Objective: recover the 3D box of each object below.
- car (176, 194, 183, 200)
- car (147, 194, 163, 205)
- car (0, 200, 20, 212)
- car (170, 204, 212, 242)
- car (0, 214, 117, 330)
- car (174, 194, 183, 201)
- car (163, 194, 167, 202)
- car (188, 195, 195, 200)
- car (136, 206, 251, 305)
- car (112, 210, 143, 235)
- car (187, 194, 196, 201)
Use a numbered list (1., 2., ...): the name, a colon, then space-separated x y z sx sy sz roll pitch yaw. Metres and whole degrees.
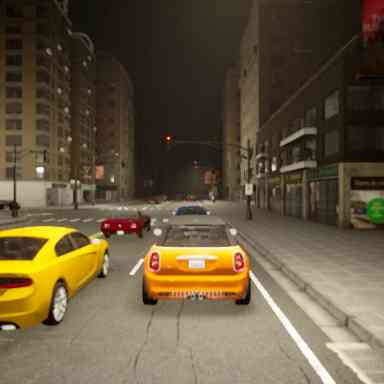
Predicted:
1. car: -3.432 1.357 90.857 1.882 1.535 5.008 0 0 0
2. car: -6.685 1.509 58.212 1.812 1.442 4.674 0 0 0
3. car: -22.226 1.569 38.576 4.313 1.339 1.947 0 0 0
4. car: -0.034 1.468 17.492 1.882 1.535 5.008 0 0 0
5. car: -3.164 1.473 7.073 1.882 1.535 5.008 0 0 0
6. car: -3.410 1.486 80.435 1.837 1.490 4.892 0 0 0
7. car: -6.648 1.342 74.201 2.097 1.767 4.553 0 0 0
8. car: -0.182 1.419 90.864 2.033 1.411 5.357 0 0 0
9. car: 0.084 1.347 8.228 2.097 1.767 4.553 0 0 0
10. car: -3.284 1.591 17.493 1.895 1.301 4.718 0 0 0
11. car: -0.161 1.342 80.828 2.097 1.767 4.553 0 0 0
